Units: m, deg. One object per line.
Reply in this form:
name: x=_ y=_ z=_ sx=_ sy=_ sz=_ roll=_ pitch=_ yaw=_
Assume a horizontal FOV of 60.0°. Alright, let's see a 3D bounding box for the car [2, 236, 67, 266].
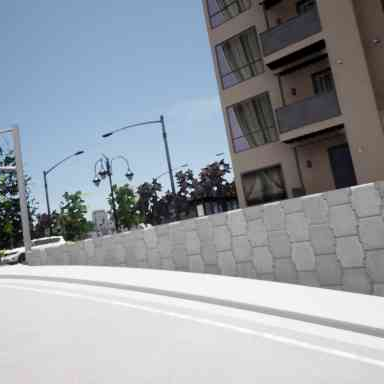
car: x=-14.119 y=5.311 z=30.278 sx=2.150 sy=2.045 sz=5.566 roll=-14 pitch=-8 yaw=35
